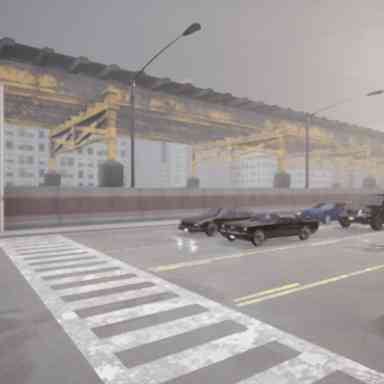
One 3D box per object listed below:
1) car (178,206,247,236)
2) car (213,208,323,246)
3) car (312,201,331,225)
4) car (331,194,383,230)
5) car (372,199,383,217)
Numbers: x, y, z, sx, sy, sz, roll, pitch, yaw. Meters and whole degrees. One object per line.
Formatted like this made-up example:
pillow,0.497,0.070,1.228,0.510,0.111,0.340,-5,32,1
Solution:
car,1.867,1.510,18.223,5.357,1.411,2.033,0,0,-35
car,3.557,1.564,15.143,4.718,1.301,1.895,0,0,-33
car,9.921,1.409,23.960,5.008,1.535,1.882,0,0,-35
car,11.401,1.155,20.718,5.566,2.045,2.150,0,0,-36
car,18.468,1.376,29.997,5.008,1.535,1.882,0,0,-35
